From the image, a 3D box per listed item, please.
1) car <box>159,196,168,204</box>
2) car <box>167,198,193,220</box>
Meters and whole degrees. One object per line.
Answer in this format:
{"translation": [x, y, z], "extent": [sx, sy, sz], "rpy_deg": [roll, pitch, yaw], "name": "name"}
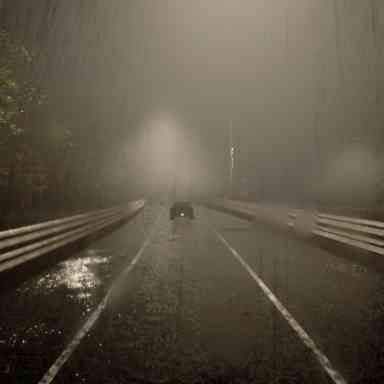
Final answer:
{"translation": [-5.164, 1.490, 62.414], "extent": [1.812, 1.442, 4.674], "rpy_deg": [0, 0, -10], "name": "car"}
{"translation": [-0.952, 1.507, 28.614], "extent": [1.837, 1.490, 4.892], "rpy_deg": [0, 0, -5], "name": "car"}
